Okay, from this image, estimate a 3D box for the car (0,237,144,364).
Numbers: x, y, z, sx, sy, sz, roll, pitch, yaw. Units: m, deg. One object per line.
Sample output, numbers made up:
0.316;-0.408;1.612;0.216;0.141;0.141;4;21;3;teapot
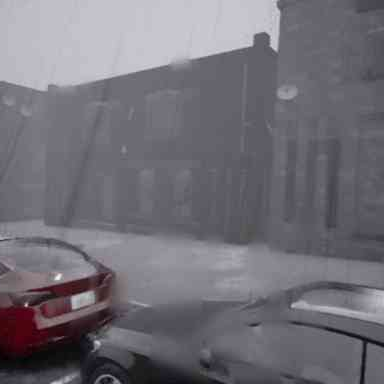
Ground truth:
-3.410;1.564;5.987;4.792;1.488;2.163;-1;0;36;car
